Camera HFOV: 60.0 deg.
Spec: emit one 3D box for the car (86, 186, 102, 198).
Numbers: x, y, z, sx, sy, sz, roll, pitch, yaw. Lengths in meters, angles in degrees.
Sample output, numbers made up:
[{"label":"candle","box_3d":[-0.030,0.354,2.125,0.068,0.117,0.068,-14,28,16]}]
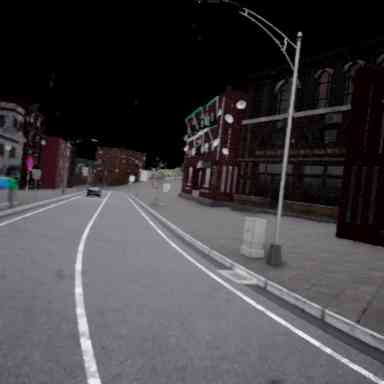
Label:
[{"label":"car","box_3d":[-13.912,-0.033,47.403,1.882,1.535,5.008,6,0,-13]}]
